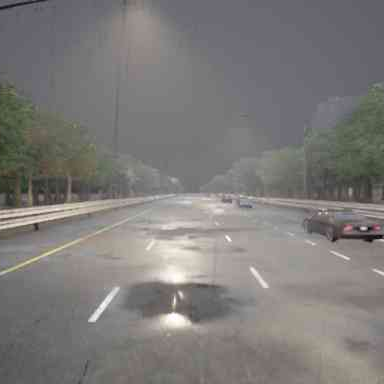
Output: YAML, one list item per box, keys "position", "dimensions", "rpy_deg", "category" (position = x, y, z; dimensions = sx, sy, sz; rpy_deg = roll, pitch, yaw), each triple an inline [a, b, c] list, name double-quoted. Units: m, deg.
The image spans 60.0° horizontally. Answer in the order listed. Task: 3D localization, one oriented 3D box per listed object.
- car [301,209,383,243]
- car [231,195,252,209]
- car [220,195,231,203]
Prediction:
- position: [7.006, 1.547, 16.086]
  dimensions: [2.033, 1.411, 5.357]
  rpy_deg: [0, 0, 0]
  category: "car"
- position: [7.018, 1.552, 45.679]
  dimensions: [2.033, 1.411, 5.357]
  rpy_deg: [0, 0, 0]
  category: "car"
- position: [7.056, 1.378, 68.570]
  dimensions: [2.097, 1.767, 4.553]
  rpy_deg: [0, 0, 0]
  category: "car"
